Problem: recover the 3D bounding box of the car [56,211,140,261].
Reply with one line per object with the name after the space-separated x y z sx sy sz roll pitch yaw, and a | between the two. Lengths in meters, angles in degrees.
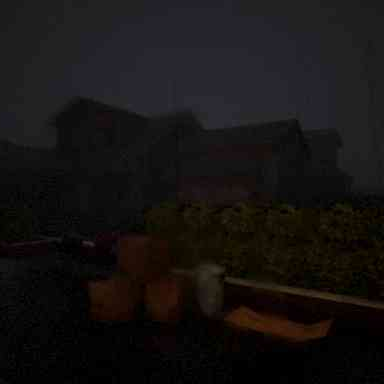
-1.956 1.392 11.876 2.033 1.415 5.357 0 0 38 | car
